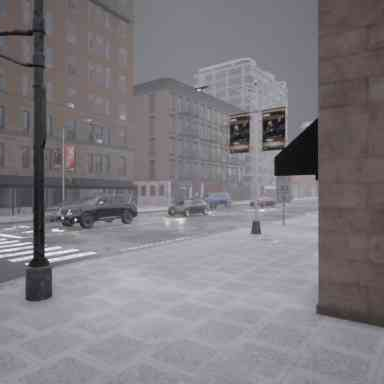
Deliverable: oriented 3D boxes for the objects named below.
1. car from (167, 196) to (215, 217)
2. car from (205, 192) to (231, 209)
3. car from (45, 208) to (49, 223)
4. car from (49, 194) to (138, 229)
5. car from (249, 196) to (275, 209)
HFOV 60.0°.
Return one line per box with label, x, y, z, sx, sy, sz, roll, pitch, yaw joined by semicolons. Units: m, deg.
car;-0.261;1.401;30.054;1.837;1.490;4.892;0;1;35
car;2.665;1.084;39.795;2.150;2.045;5.566;0;0;35
car;-8.735;1.437;23.715;2.128;1.511;4.902;0;0;35
car;-6.045;1.161;21.888;2.150;2.045;5.566;0;0;35
car;9.178;1.305;43.327;1.882;1.535;5.008;0;0;36
